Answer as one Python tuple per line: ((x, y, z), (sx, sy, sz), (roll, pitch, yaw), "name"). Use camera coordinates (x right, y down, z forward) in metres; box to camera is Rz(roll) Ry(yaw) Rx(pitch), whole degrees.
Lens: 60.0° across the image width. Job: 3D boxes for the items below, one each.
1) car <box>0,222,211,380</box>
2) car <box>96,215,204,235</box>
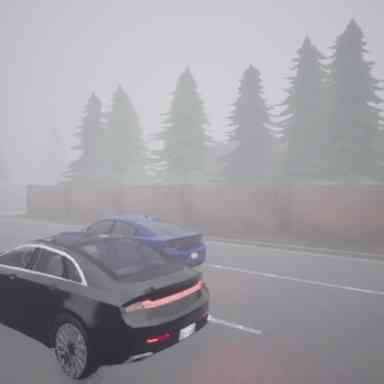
((-2.015, 1.442, 5.443), (4.902, 1.511, 2.128), (1, 0, 36), "car")
((-1.951, 1.402, 9.712), (5.008, 1.535, 1.882), (1, 0, 36), "car")
